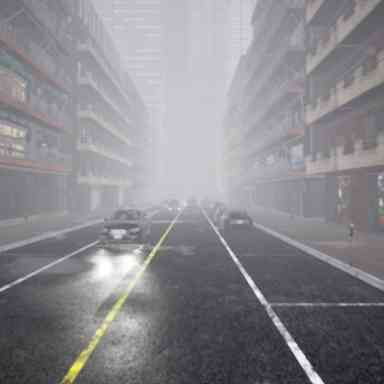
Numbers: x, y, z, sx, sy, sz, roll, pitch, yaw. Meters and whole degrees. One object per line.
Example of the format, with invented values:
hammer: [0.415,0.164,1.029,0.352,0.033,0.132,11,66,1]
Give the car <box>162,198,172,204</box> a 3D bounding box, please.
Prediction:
car: [-5.666,2.113,76.819,1.887,1.381,4.507,-1,0,0]

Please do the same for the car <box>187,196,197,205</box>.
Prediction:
car: [0.032,1.802,70.306,2.097,1.767,4.553,0,0,0]

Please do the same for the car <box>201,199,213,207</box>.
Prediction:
car: [2.708,1.993,59.980,2.008,1.369,4.403,-1,0,0]

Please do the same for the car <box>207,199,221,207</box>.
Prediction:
car: [3.017,1.809,38.383,1.812,1.442,4.674,0,0,0]

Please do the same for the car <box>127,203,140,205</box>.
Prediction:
car: [-5.686,1.786,32.004,2.008,1.369,4.403,-1,0,0]

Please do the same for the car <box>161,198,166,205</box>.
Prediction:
car: [-5.668,2.092,71.216,1.947,1.339,4.313,-1,0,0]

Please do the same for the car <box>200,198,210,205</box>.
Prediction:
car: [2.713,2.092,71.184,1.947,1.339,4.313,-1,0,0]

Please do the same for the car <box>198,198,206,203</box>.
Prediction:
car: [2.720,2.204,87.990,2.008,1.369,4.403,-1,0,0]

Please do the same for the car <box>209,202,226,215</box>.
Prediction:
car: [2.692,1.745,26.370,2.008,1.369,4.403,-1,0,0]

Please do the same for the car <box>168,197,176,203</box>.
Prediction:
car: [-5.659,2.136,93.625,1.967,1.590,4.097,-1,0,0]

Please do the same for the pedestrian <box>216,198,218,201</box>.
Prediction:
pedestrian: [3.019,1.597,41.210,0.375,1.860,0.375,-1,0,-3]

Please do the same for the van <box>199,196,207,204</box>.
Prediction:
van: [2.714,1.952,82.389,1.690,1.788,3.998,-1,0,0]

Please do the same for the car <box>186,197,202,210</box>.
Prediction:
car: [0.023,1.918,50.383,2.033,1.411,5.357,0,0,0]

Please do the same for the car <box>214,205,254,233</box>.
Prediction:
car: [2.689,1.719,20.767,1.947,1.339,4.313,-1,0,0]

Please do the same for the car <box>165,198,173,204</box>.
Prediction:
car: [-5.662,2.193,82.420,1.802,1.307,4.206,-1,0,0]

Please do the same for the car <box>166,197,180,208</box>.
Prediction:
car: [-3.028,1.905,57.939,1.882,1.535,5.008,0,0,0]

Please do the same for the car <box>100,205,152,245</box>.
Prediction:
car: [-3.093,1.612,16.329,2.128,1.511,4.902,0,0,0]

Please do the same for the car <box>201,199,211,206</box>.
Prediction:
car: [2.710,2.029,65.582,1.887,1.381,4.507,-1,0,0]

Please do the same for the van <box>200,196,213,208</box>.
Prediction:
van: [2.702,1.742,54.380,1.690,1.788,3.998,-1,0,0]
